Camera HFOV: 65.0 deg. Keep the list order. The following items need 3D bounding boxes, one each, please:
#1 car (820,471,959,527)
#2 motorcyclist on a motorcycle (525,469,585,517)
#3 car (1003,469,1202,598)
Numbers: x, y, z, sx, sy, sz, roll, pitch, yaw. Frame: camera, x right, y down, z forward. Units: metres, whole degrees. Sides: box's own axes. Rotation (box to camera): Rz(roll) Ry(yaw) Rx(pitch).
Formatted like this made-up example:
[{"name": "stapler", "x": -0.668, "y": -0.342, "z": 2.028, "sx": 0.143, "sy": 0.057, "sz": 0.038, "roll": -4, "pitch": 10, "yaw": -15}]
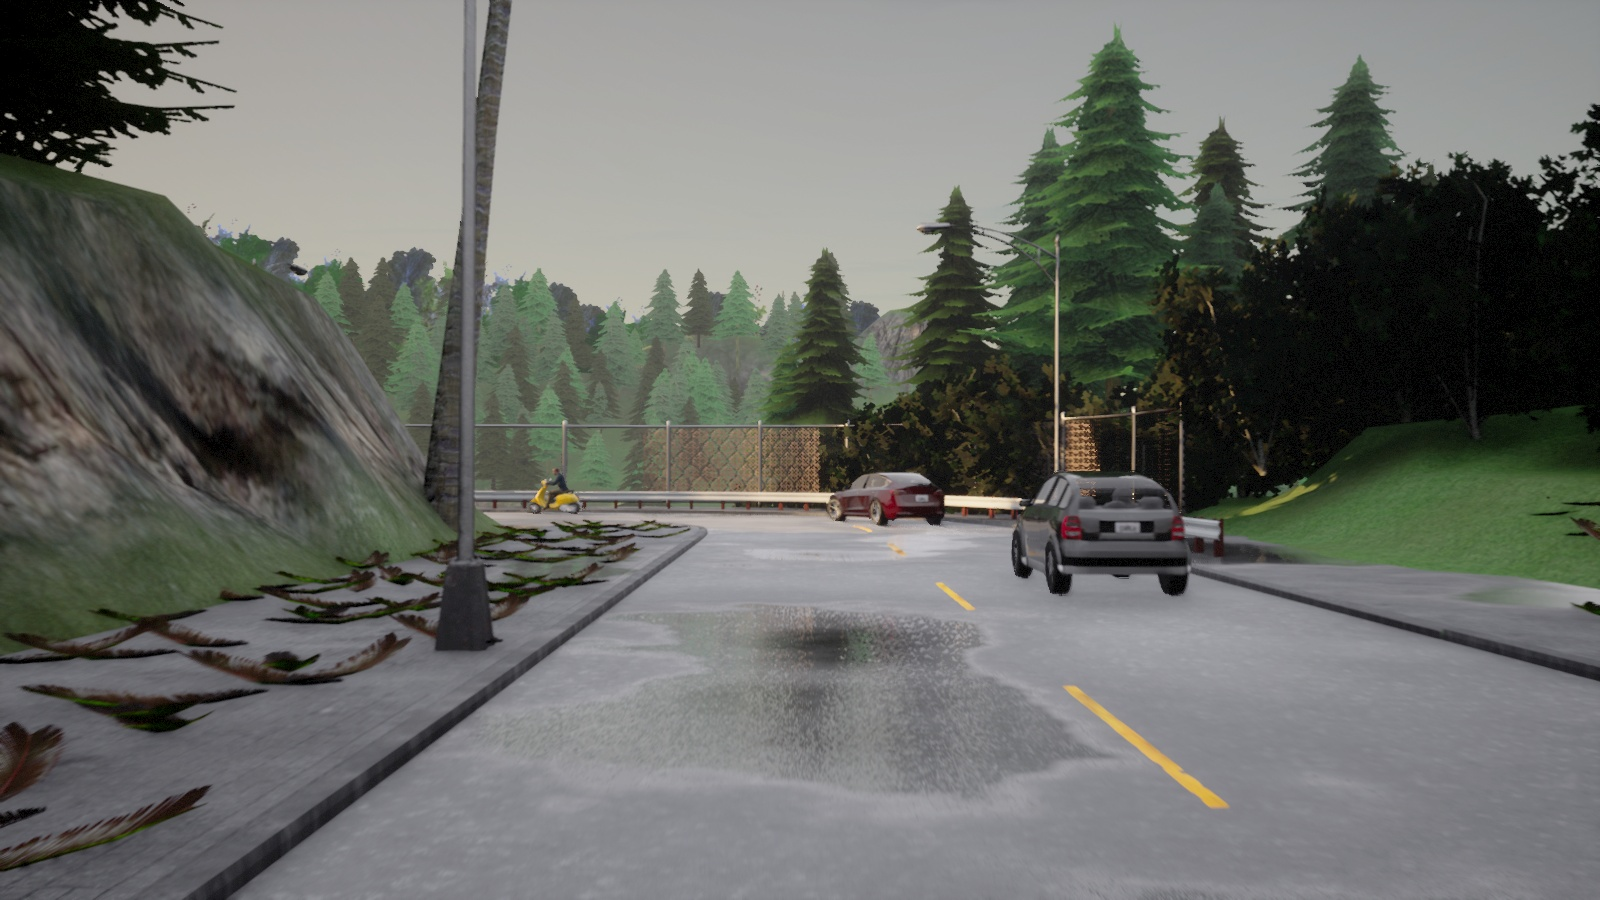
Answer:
[{"name": "car", "x": 2.488, "y": 1.363, "z": 36.447, "sx": 2.163, "sy": 1.488, "sz": 4.792, "roll": 0, "pitch": -1, "yaw": -21}, {"name": "motorcyclist on a motorcycle", "x": -8.235, "y": 1.447, "z": 42.214, "sx": 1.817, "sy": 1.590, "sz": 0.866, "roll": 0, "pitch": 0, "yaw": 3}, {"name": "car", "x": 3.954, "y": 1.037, "z": 17.030, "sx": 1.789, "sy": 1.549, "sz": 3.705, "roll": 0, "pitch": -1, "yaw": 0}]
